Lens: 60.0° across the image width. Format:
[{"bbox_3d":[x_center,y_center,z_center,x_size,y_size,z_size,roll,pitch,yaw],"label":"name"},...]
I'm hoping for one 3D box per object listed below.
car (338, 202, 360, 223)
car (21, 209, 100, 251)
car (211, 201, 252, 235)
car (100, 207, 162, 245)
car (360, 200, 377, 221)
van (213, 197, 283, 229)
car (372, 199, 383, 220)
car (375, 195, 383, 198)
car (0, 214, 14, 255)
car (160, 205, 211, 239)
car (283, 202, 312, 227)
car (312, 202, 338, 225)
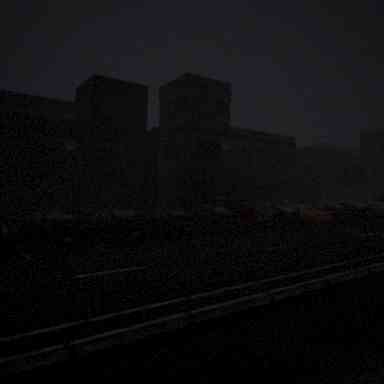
[{"bbox_3d":[9.700,1.530,25.502,2.231,1.521,4.892,0,0,-36],"label":"car"},{"bbox_3d":[-6.004,1.489,14.284,2.231,1.521,4.892,0,0,-36],"label":"car"},{"bbox_3d":[0.726,1.500,19.091,2.231,1.521,4.892,0,0,-36],"label":"car"},{"bbox_3d":[-3.760,1.491,15.887,2.231,1.521,4.892,0,0,-36],"label":"car"},{"bbox_3d":[11.924,1.568,27.134,2.163,1.488,4.792,0,0,-36],"label":"car"},{"bbox_3d":[3.136,1.279,20.676,1.878,1.987,4.442,0,0,-36],"label":"van"},{"bbox_3d":[14.182,1.590,28.714,2.002,1.452,4.674,0,0,-36],"label":"car"},{"bbox_3d":[18.655,1.325,31.941,2.435,2.045,5.566,0,0,-36],"label":"car"},{"bbox_3d":[-8.232,1.360,12.661,2.185,1.767,4.553,0,0,-36],"label":"car"},{"bbox_3d":[-1.517,1.495,17.489,2.231,1.521,4.892,0,0,-36],"label":"car"},{"bbox_3d":[5.211,1.551,22.299,2.002,1.452,4.674,0,0,-36],"label":"car"},{"bbox_3d":[7.346,1.517,24.056,1.946,1.575,5.366,0,0,-36],"label":"car"}]
